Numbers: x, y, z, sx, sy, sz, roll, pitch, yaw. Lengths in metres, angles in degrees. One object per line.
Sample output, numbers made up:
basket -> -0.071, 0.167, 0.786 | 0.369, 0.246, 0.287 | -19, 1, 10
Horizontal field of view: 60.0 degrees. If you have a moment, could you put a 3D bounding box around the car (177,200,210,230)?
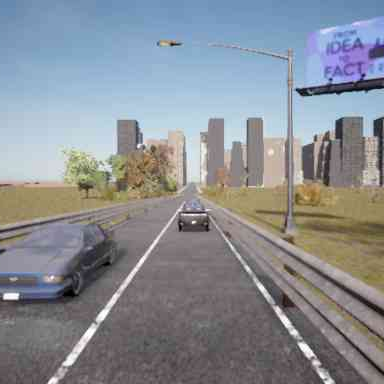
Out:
car -> 0.098, 1.476, 20.795 | 2.128, 1.511, 4.902 | 0, 0, 0

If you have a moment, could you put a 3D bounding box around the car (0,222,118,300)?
car -> -3.332, 1.541, 8.807 | 2.033, 1.411, 5.357 | 0, 0, 0
